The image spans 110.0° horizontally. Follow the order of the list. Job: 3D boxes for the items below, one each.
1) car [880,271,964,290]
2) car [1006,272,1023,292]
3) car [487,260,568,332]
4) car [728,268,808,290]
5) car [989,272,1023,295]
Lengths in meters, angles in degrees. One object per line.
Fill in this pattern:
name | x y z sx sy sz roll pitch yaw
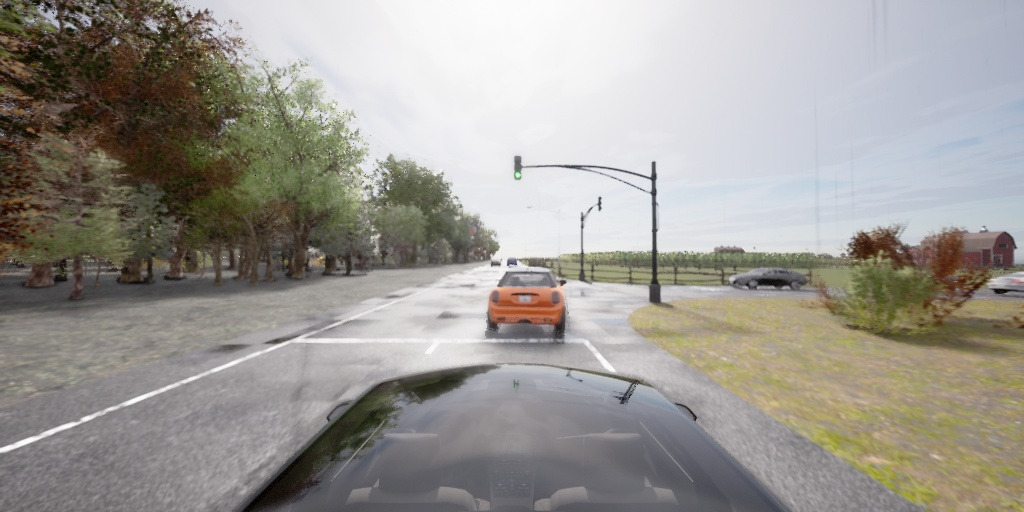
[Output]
car | 28.389 1.755 25.323 5.357 1.411 2.033 1 -1 0
car | 38.951 1.870 25.263 5.357 1.411 2.033 1 -1 0
car | 0.653 1.142 11.334 2.097 1.767 4.553 0 0 9
car | 18.006 1.586 25.391 4.902 1.511 2.128 1 -1 1
car | 31.790 1.694 21.608 4.674 1.442 1.812 1 -1 0
